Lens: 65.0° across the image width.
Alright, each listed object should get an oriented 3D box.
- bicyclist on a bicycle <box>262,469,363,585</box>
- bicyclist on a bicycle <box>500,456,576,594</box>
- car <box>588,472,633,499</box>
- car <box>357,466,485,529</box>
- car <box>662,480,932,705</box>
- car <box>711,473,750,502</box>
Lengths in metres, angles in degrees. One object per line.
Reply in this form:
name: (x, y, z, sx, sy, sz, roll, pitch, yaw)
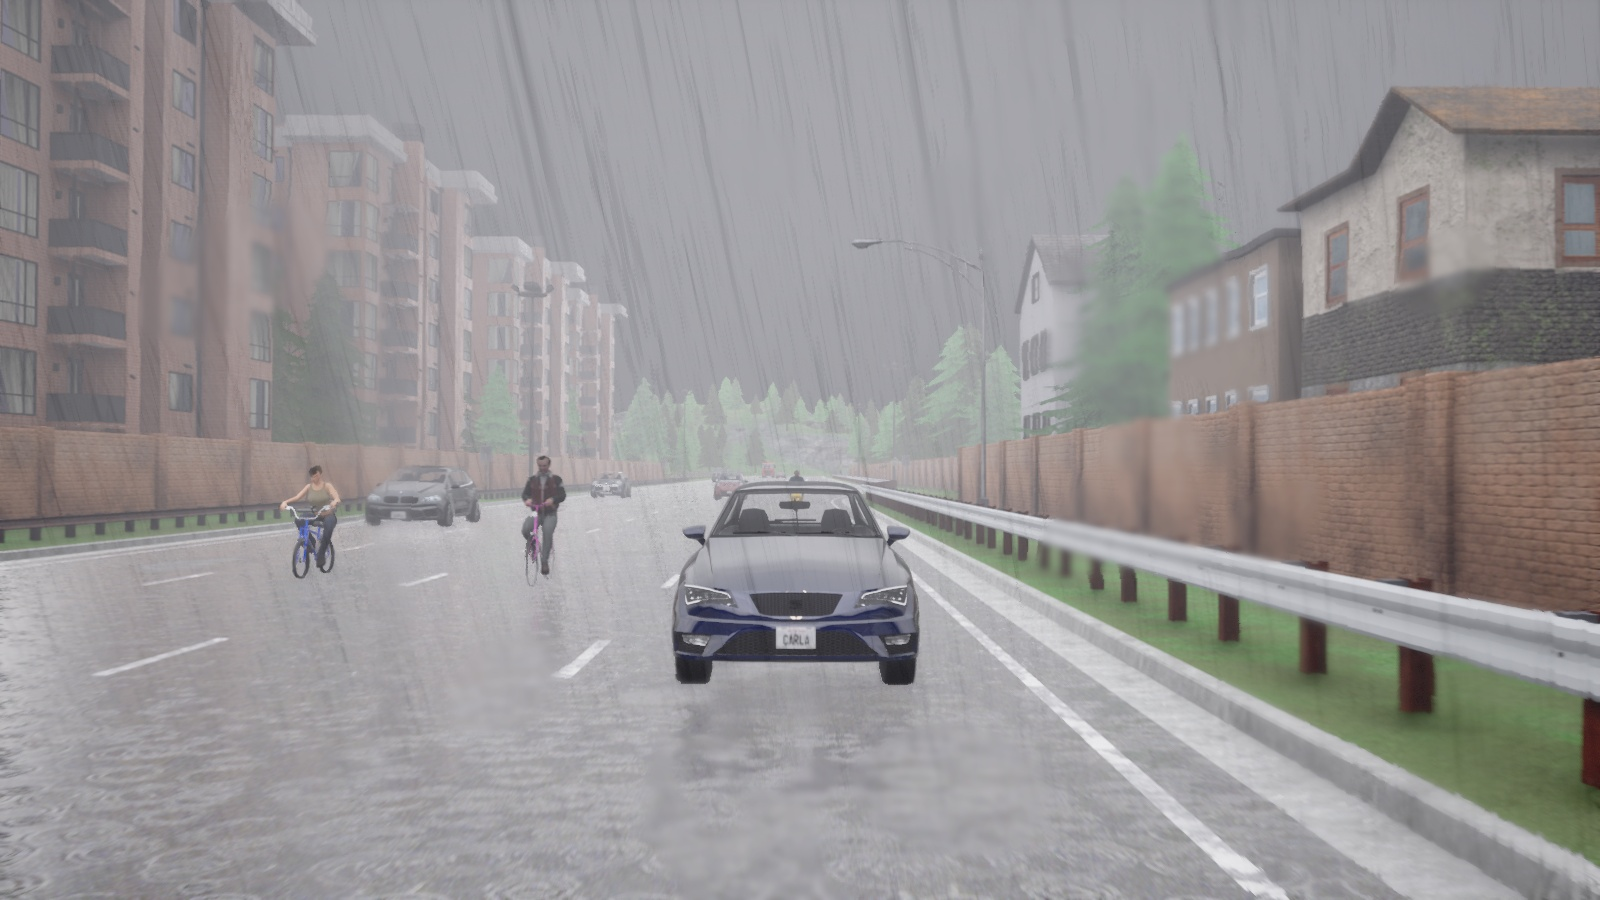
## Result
bicyclist on a bicycle: (-7.040, 1.084, 18.215, 0.866, 1.612, 1.509, 0, -1, 0)
bicyclist on a bicycle: (-3.542, 0.985, 17.098, 0.659, 1.776, 1.843, 0, -1, 0)
car: (-10.672, 2.011, 70.980, 1.970, 1.475, 3.806, 0, -1, 0)
car: (-10.587, 1.296, 35.508, 2.242, 1.667, 4.611, 0, -1, 0)
car: (-0.026, 1.005, 10.545, 1.816, 1.474, 4.193, 0, -1, 0)
car: (-3.662, 1.961, 66.789, 1.845, 1.501, 3.633, 0, -1, 0)
